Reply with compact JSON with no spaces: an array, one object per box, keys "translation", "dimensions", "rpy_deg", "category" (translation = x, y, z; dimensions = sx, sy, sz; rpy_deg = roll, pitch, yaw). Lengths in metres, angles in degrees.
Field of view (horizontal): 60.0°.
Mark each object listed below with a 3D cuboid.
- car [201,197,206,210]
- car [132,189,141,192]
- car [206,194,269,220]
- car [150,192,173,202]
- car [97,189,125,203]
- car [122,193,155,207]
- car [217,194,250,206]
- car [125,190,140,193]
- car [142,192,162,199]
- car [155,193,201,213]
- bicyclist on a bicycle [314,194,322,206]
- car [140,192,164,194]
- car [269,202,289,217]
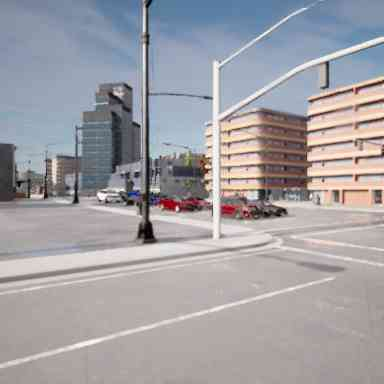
[{"translation":[0.599,1.237,37.366],"dimensions":[1.812,1.442,4.674],"rpy_deg":[0,1,-34],"category":"car"},{"translation":[-11.104,0.403,67.061],"dimensions":[2.150,2.045,5.566],"rpy_deg":[0,1,-34],"category":"car"},{"translation":[3.562,1.216,26.837],"dimensions":[2.097,1.767,4.553],"rpy_deg":[0,1,-34],"category":"car"},{"translation":[-5.448,0.837,58.889],"dimensions":[1.837,1.490,4.892],"rpy_deg":[0,1,-34],"category":"car"},{"translation":[-12.665,0.612,50.637],"dimensions":[2.150,2.045,5.566],"rpy_deg":[0,1,-33],"category":"car"},{"translation":[-6.703,1.141,41.859],"dimensions":[1.994,1.385,4.181],"rpy_deg":[0,1,-34],"category":"car"},{"translation":[5.957,1.086,48.490],"dimensions":[2.128,1.511,4.902],"rpy_deg":[0,1,-34],"category":"car"},{"translation":[-10.837,0.858,54.185],"dimensions":[1.837,1.490,4.892],"rpy_deg":[0,1,-34],"category":"car"},{"translation":[-8.431,0.689,69.380],"dimensions":[2.128,1.511,4.902],"rpy_deg":[0,1,-34],"category":"car"},{"translation":[-1.583,1.213,34.347],"dimensions":[1.882,1.535,5.008],"rpy_deg":[0,1,-34],"category":"car"},{"translation":[16.437,1.061,43.421],"dimensions":[1.656,1.620,0.582],"rpy_deg":[0,1,-34],"category":"bicyclist on a bicycle"},{"translation":[-5.046,1.062,45.644],"dimensions":[1.812,1.442,4.674],"rpy_deg":[0,1,-34],"category":"car"},{"translation":[5.944,1.394,29.544],"dimensions":[2.033,1.411,5.357],"rpy_deg":[0,1,-35],"category":"car"}]
